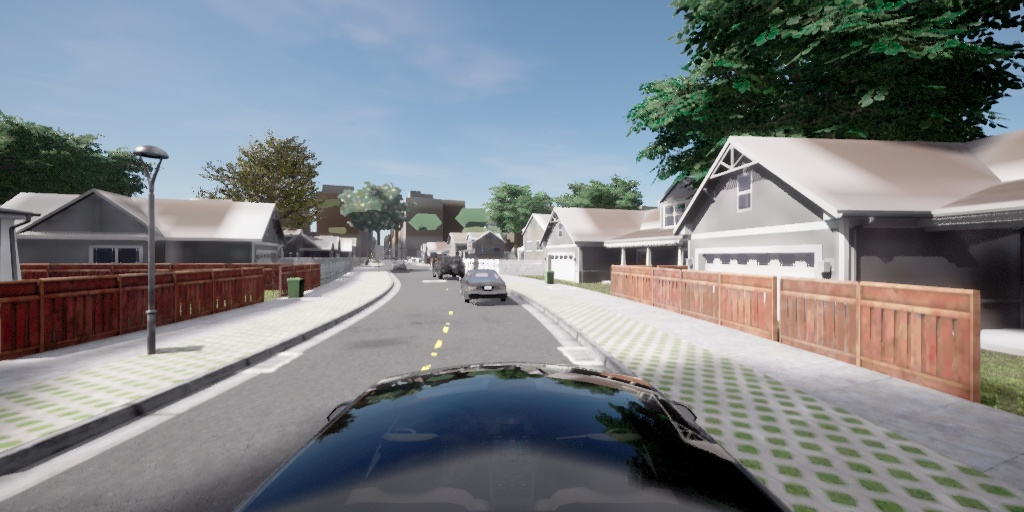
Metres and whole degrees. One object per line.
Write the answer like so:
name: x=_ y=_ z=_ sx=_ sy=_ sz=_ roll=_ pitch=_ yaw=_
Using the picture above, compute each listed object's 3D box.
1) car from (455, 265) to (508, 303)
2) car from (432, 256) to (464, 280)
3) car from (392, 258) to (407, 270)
car: x=-1.419 y=1.309 z=16.702 sx=2.033 sy=1.411 sz=5.357 roll=0 pitch=0 yaw=-11
car: x=-5.615 y=0.995 z=31.361 sx=2.150 sy=2.045 sz=5.566 roll=0 pitch=0 yaw=-21
car: x=-16.255 y=1.376 z=51.850 sx=1.895 sy=1.301 sz=4.718 roll=0 pitch=0 yaw=-21
